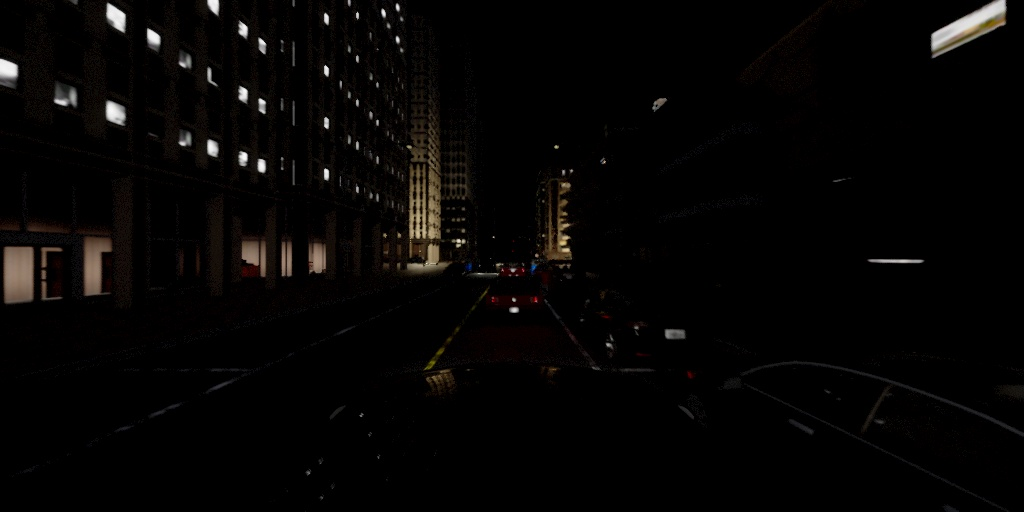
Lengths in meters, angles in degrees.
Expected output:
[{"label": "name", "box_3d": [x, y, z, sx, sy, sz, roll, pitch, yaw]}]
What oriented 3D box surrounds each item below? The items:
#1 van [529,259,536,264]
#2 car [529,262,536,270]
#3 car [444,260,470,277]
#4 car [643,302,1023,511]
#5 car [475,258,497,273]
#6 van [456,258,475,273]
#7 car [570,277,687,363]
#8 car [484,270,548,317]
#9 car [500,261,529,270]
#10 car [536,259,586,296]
[{"label": "van", "box_3d": [2.688, 1.163, 36.224, 1.690, 1.789, 3.998, 0, 0, 0]}, {"label": "car", "box_3d": [2.688, 1.392, 30.575, 1.802, 1.307, 4.207, 0, 0, 0]}, {"label": "car", "box_3d": [-5.692, 1.388, 36.223, 1.948, 1.339, 4.313, 0, 0, 0]}, {"label": "car", "box_3d": [2.689, 1.302, 2.333, 2.007, 1.370, 4.403, 0, 0, 0]}, {"label": "car", "box_3d": [-3.090, 1.195, 45.583, 2.097, 1.767, 4.553, 0, 0, 0]}, {"label": "van", "box_3d": [-5.693, 1.176, 41.872, 1.690, 1.789, 3.998, 0, 0, 0]}, {"label": "car", "box_3d": [2.689, 1.328, 7.981, 1.948, 1.339, 4.313, 0, 0, 0]}, {"label": "car", "box_3d": [0.082, 1.373, 13.235, 1.895, 1.301, 4.718, 0, 0, 0]}, {"label": "car", "box_3d": [0.083, 1.160, 29.655, 2.097, 1.767, 4.553, 0, 0, 0]}, {"label": "car", "box_3d": [2.689, 1.100, 19.278, 2.192, 1.841, 5.009, 0, 0, 0]}]
